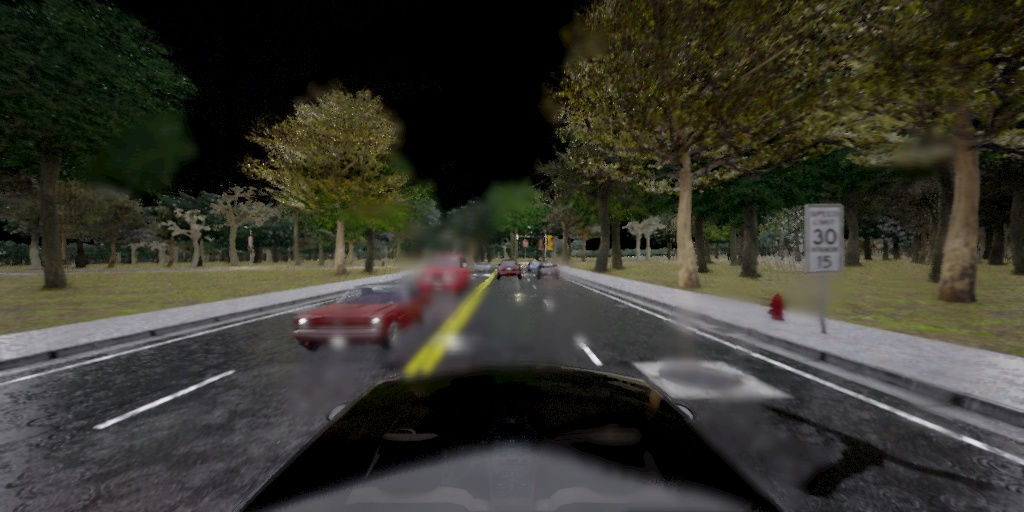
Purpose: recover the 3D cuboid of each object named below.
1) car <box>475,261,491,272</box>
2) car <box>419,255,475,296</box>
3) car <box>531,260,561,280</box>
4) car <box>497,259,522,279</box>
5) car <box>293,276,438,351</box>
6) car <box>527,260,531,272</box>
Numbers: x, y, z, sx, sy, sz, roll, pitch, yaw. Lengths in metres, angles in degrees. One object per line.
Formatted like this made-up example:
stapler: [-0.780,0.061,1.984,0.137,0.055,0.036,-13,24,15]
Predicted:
car: [-3.636,1.339,45.186,1.895,1.301,4.718,0,0,-1]
car: [-3.493,0.985,19.577,2.150,2.045,5.566,0,0,-1]
car: [3.016,1.206,30.521,2.128,1.511,4.902,0,0,0]
car: [-0.235,1.082,32.126,2.097,1.767,4.553,0,0,0]
car: [-3.403,1.368,9.201,1.895,1.301,4.718,0,0,0]
car: [2.921,1.233,45.679,2.033,1.411,5.357,0,0,0]
